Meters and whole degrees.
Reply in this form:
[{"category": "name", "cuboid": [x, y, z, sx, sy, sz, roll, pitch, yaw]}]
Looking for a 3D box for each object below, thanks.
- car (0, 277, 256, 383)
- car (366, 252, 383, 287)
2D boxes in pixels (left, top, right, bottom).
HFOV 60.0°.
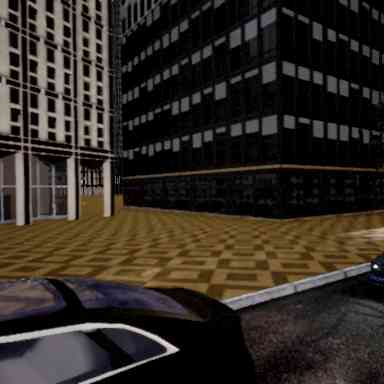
[{"category": "car", "cuboid": [-1.728, 1.488, 2.153, 4.902, 1.511, 2.128, -1, 0, -35]}, {"category": "car", "cuboid": [6.307, 1.461, 7.846, 5.357, 1.411, 2.033, -1, 0, -35]}]
